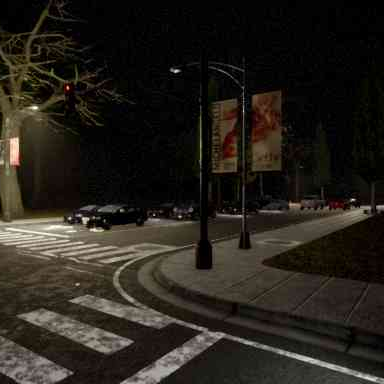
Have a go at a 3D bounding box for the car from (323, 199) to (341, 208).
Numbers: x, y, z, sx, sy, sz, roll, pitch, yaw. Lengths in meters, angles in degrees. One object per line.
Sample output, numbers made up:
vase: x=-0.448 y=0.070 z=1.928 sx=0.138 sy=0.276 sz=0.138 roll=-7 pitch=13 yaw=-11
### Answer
car: x=24.079 y=1.926 z=57.018 sx=1.812 sy=1.442 sz=4.674 roll=0 pitch=-1 yaw=35

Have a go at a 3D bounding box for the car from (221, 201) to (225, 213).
car: x=3.893 y=1.776 z=39.980 sx=1.895 sy=1.301 sz=4.718 roll=0 pitch=0 yaw=35

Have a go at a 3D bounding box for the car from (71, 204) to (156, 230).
car: x=-4.957 y=1.566 z=21.765 sx=2.128 sy=1.511 sz=4.902 roll=0 pitch=0 yaw=35

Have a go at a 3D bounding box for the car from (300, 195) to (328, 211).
car: x=17.007 y=1.508 z=46.966 sx=2.150 sy=2.045 sz=5.566 roll=0 pitch=0 yaw=35

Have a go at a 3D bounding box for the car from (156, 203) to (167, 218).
car: x=-1.836 y=1.667 z=31.831 sx=2.033 sy=1.411 sz=5.357 roll=0 pitch=0 yaw=35

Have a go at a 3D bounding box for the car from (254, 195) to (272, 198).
car: x=9.978 y=1.472 z=48.544 sx=2.150 sy=2.045 sz=5.566 roll=0 pitch=0 yaw=38

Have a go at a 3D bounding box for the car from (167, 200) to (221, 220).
car: x=0.294 y=1.472 z=29.221 sx=2.097 sy=1.767 sz=4.553 roll=0 pitch=0 yaw=35

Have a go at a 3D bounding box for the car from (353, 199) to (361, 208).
car: x=26.454 y=1.893 z=54.750 sx=2.128 sy=1.511 sz=4.902 roll=0 pitch=-1 yaw=35

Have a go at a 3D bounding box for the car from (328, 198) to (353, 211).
car: x=20.695 y=1.659 z=46.568 sx=2.097 sy=1.767 sz=4.553 roll=0 pitch=0 yaw=35

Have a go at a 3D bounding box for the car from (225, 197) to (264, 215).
car: x=5.949 y=1.680 z=37.248 sx=1.837 sy=1.490 sz=4.892 roll=0 pitch=0 yaw=35

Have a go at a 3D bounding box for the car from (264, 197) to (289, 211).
car: x=11.900 y=1.772 z=45.638 sx=1.812 sy=1.442 sz=4.674 roll=0 pitch=0 yaw=36

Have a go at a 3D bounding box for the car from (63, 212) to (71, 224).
car: x=-7.167 y=1.637 z=24.286 sx=1.994 sy=1.385 sz=4.181 roll=0 pitch=0 yaw=36
